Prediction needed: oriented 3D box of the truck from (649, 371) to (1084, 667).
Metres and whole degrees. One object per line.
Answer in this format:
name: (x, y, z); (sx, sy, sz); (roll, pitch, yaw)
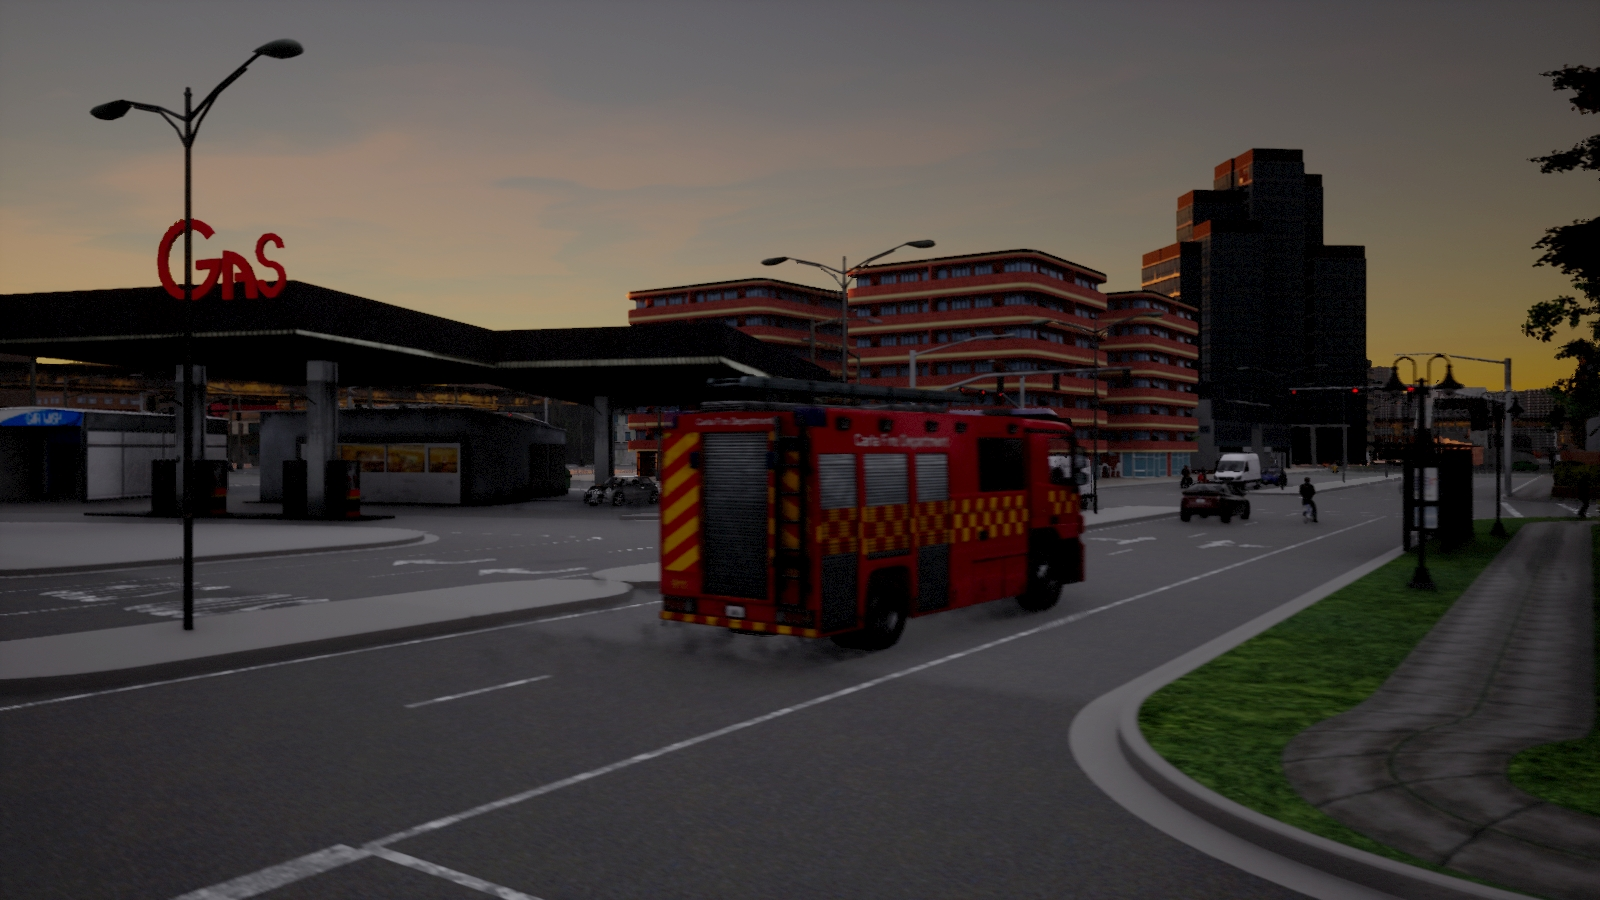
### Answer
truck: (1.565, 0.891, 18.997); (2.891, 3.827, 8.468); (0, 0, 38)

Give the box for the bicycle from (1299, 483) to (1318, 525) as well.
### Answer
bicycle: (19.379, 2.049, 43.570); (0.329, 1.496, 1.835); (0, 0, 35)

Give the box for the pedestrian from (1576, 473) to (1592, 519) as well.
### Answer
pedestrian: (31.786, 1.850, 46.330); (0.375, 1.860, 0.375); (0, 0, -13)

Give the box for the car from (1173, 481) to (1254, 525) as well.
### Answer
car: (16.486, 2.041, 45.413); (2.007, 1.525, 4.514); (0, 0, 34)
